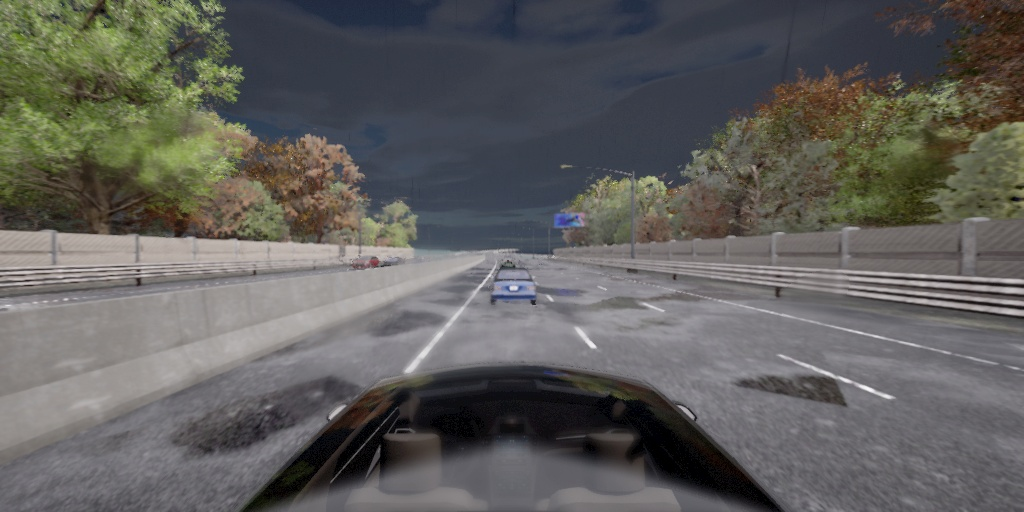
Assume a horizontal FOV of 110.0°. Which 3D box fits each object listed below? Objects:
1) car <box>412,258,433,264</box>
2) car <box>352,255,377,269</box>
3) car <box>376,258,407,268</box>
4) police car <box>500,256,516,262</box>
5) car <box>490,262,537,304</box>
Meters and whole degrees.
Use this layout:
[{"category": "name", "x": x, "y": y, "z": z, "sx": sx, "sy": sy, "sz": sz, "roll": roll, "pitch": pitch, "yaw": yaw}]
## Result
[{"category": "car", "x": -11.111, "y": 0.965, "z": 44.910, "sx": 1.895, "sy": 1.301, "sz": 4.718, "roll": 0, "pitch": 1, "yaw": -1}, {"category": "car", "x": -18.109, "y": 0.723, "z": 44.731, "sx": 2.097, "sy": 1.767, "sz": 4.553, "roll": 0, "pitch": 0, "yaw": -1}, {"category": "car", "x": -14.602, "y": 0.916, "z": 44.639, "sx": 2.033, "sy": 1.411, "sz": 5.357, "roll": 0, "pitch": 1, "yaw": -1}, {"category": "police car", "x": -0.508, "y": 0.843, "z": 47.102, "sx": 2.038, "sy": 1.542, "sz": 4.974, "roll": 0, "pitch": 1, "yaw": -1}, {"category": "car", "x": 0.042, "y": 1.174, "z": 15.361, "sx": 2.033, "sy": 1.411, "sz": 5.357, "roll": 0, "pitch": 1, "yaw": -1}]
